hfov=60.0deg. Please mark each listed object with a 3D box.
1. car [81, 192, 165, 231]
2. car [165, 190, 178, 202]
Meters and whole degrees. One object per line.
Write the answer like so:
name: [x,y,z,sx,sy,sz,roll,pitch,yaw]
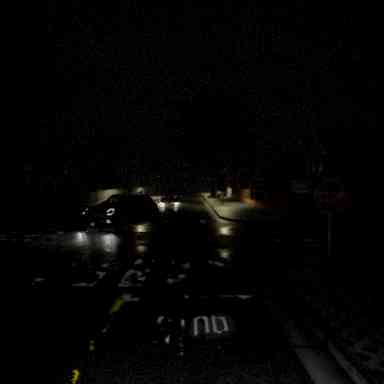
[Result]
car: [-3.658,0.905,17.633,2.097,1.767,4.553,0,1,27]
car: [-2.758,0.459,42.631,1.882,1.535,5.008,0,2,0]
